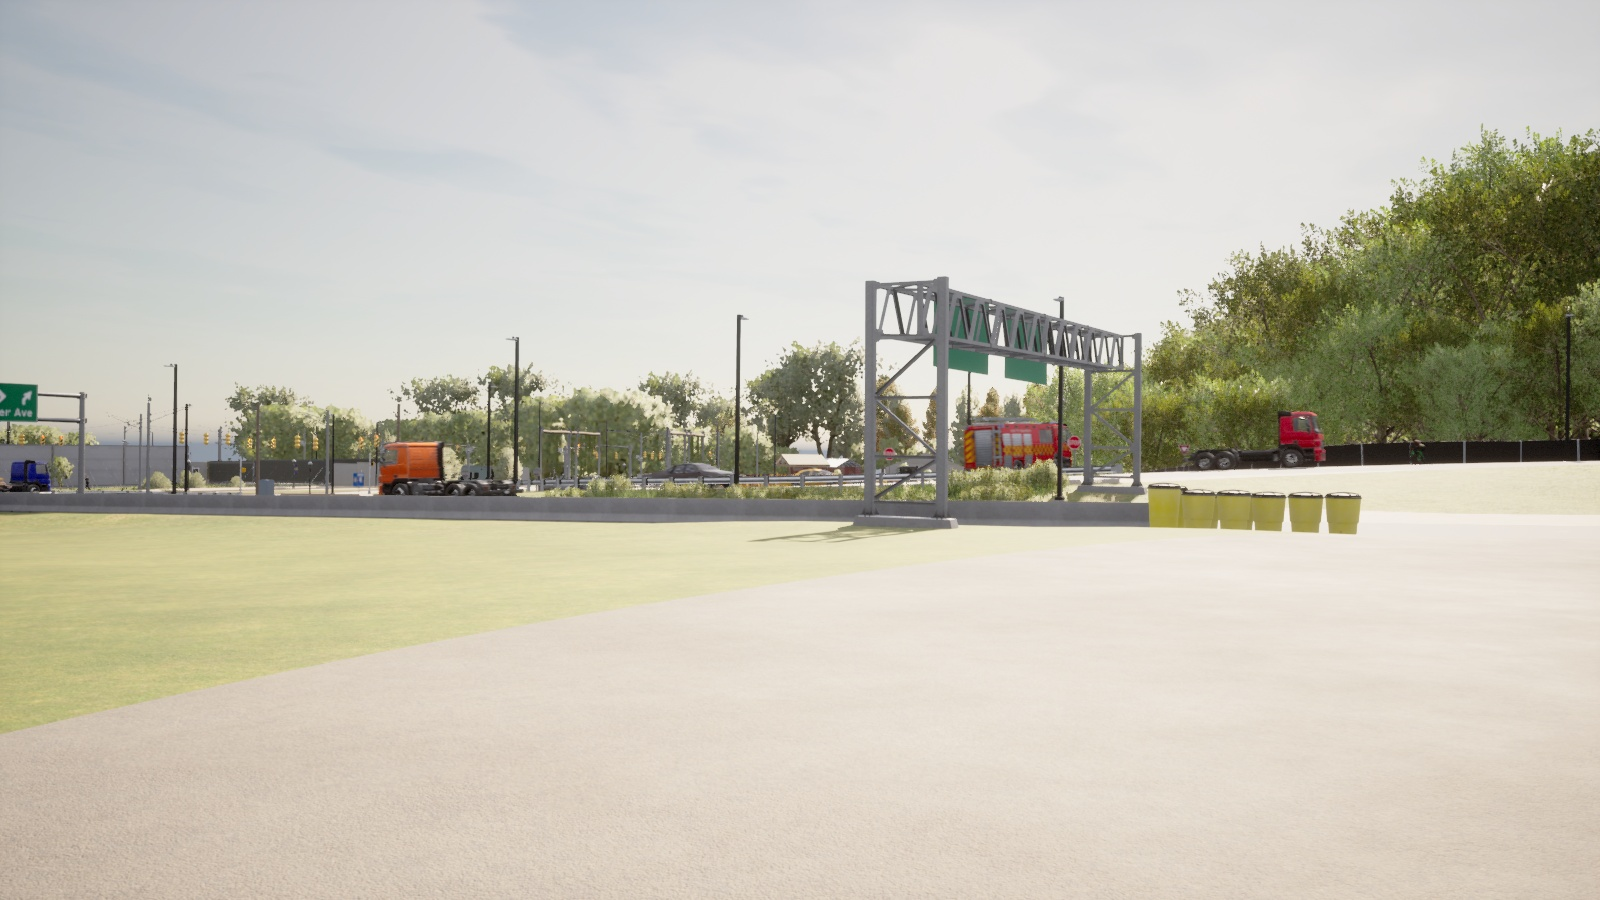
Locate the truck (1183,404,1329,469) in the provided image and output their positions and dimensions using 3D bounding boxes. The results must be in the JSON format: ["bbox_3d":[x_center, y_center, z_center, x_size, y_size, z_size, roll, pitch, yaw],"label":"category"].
[{"bbox_3d":[27.886,-0.764,76.914,7.936,3.462,2.891,-3,-1,28],"label":"truck"}]

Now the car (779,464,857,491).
[{"bbox_3d":[1.274,1.993,90.530,5.366,1.575,1.801,-4,-2,29],"label":"car"}]

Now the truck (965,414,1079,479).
[{"bbox_3d":[14.129,-0.240,79.311,2.891,3.827,8.468,-4,-2,42],"label":"truck"}]

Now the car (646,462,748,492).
[{"bbox_3d":[-5.554,1.446,67.659,5.357,1.411,2.033,-3,-2,34],"label":"car"}]

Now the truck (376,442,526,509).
[{"bbox_3d":[-18.808,1.370,67.551,7.936,3.462,2.891,-1,-1,28],"label":"truck"}]
